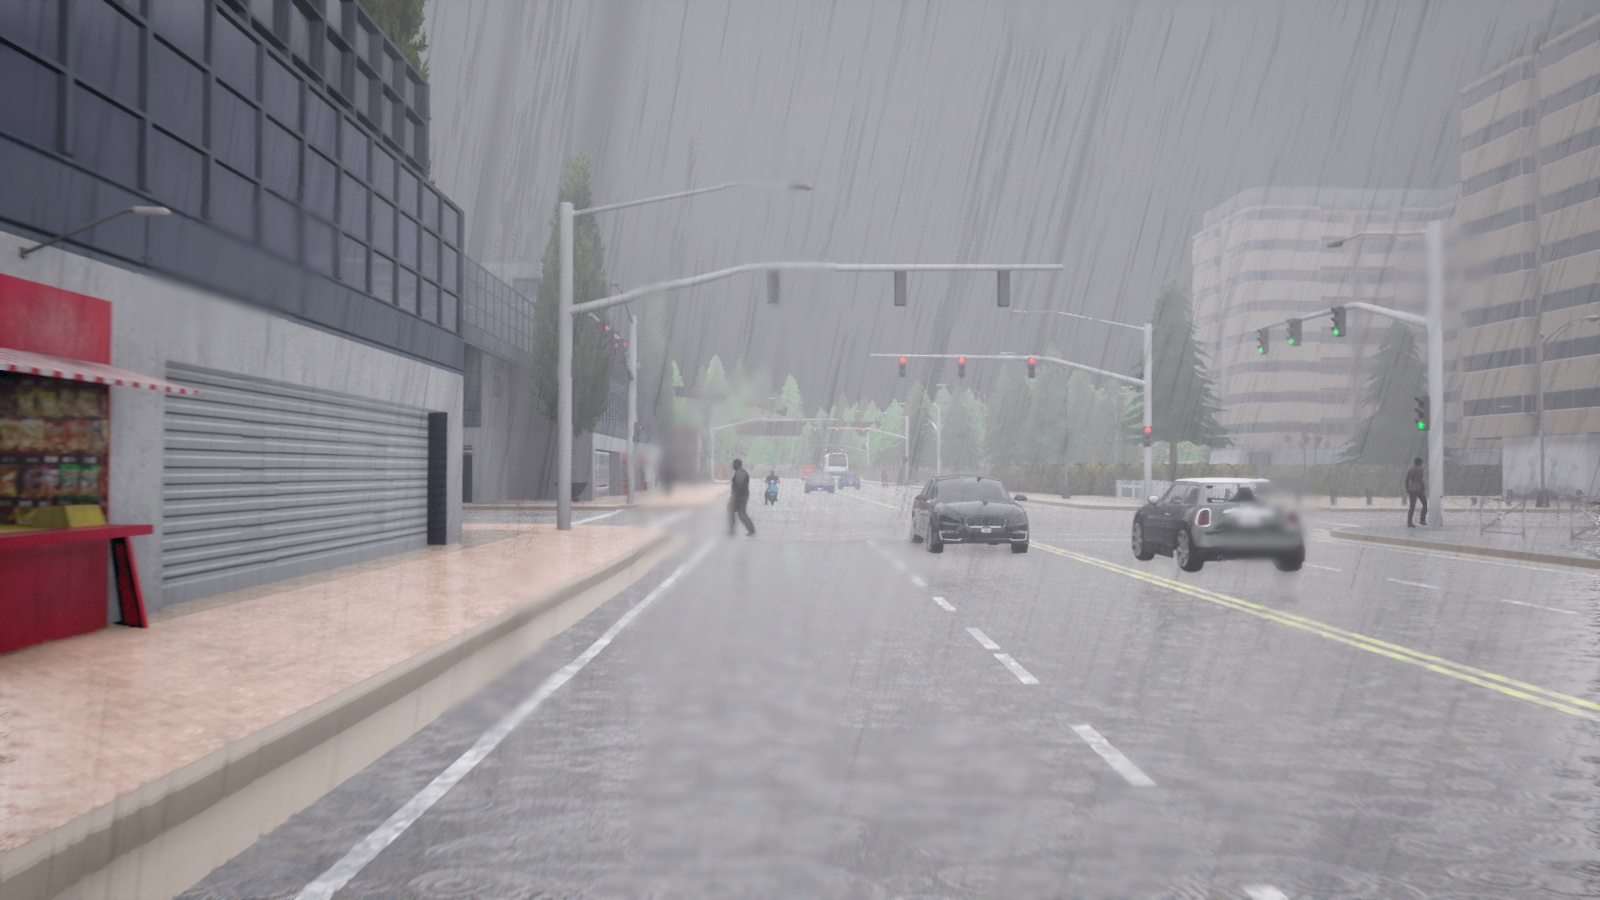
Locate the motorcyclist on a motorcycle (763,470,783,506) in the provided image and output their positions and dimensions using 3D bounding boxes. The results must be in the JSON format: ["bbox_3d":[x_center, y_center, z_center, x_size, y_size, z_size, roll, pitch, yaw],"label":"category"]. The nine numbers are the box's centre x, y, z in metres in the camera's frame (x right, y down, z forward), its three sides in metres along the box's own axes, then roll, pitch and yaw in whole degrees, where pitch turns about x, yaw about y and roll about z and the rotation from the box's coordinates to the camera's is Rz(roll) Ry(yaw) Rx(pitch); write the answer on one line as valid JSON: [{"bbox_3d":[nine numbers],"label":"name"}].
[{"bbox_3d":[-1.250,1.741,57.832,0.866,1.590,1.817,0,-1,-2],"label":"motorcyclist on a motorcycle"}]

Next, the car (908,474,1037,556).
[{"bbox_3d":[3.364,1.231,25.380,1.837,1.490,4.892,0,-1,-1],"label":"car"}]

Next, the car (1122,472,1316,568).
[{"bbox_3d":[6.923,1.107,21.198,1.970,1.475,3.806,0,-1,0],"label":"car"}]

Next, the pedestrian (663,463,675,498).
[{"bbox_3d":[-6.977,1.621,66.888,0.634,1.844,0.899,0,-1,-4],"label":"pedestrian"}]

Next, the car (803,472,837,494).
[{"bbox_3d":[1.375,2.282,88.008,2.163,1.488,4.792,0,-1,-2],"label":"car"}]

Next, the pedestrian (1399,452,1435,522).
[{"bbox_3d":[16.051,0.956,32.663,0.869,1.805,0.328,0,-1,-23],"label":"pedestrian"}]

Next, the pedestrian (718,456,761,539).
[{"bbox_3d":[-1.391,1.082,28.883,0.849,1.883,0.563,0,-1,12],"label":"pedestrian"}]
